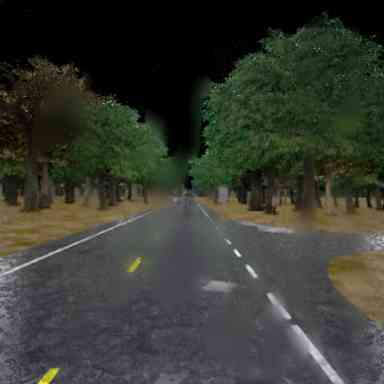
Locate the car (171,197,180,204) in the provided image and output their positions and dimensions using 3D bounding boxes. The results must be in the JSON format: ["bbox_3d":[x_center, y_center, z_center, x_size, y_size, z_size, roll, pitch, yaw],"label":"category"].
[{"bbox_3d":[-3.661,1.846,73.222,2.128,1.511,4.902,0,-1,0],"label":"car"}]
